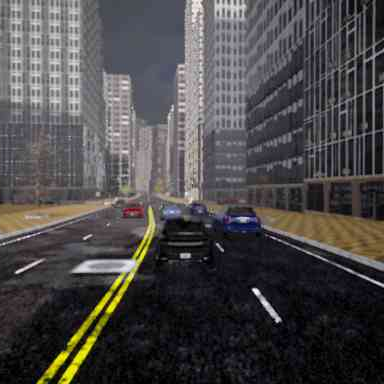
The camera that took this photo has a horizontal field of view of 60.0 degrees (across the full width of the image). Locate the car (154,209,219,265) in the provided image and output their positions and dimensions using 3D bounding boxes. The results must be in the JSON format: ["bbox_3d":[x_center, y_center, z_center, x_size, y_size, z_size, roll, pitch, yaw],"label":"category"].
[{"bbox_3d":[-0.311,1.613,12.133,1.837,1.490,4.892,0,0,-3],"label":"car"}]

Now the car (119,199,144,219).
[{"bbox_3d":[-5.671,1.761,32.321,1.882,1.535,5.008,0,0,-7],"label":"car"}]

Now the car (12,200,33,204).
[{"bbox_3d":[-36.009,2.044,70.742,4.206,1.307,1.802,0,0,-6],"label":"car"}]

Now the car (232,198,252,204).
[{"bbox_3d":[12.784,2.298,84.862,4.829,1.417,1.752,0,0,-7],"label":"car"}]

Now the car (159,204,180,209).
[{"bbox_3d":[-2.027,1.810,30.904,2.033,1.411,5.357,0,0,-7],"label":"car"}]

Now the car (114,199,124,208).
[{"bbox_3d":[-12.163,1.990,57.032,1.837,1.490,4.892,0,0,-7],"label":"car"}]

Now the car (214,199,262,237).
[{"bbox_3d":[2.468,1.512,19.171,2.097,1.767,4.553,0,0,-4],"label":"car"}]

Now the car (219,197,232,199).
[{"bbox_3d":[8.307,2.114,75.915,5.009,1.841,2.192,0,0,-7],"label":"car"}]

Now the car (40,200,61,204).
[{"bbox_3d":[-30.356,2.071,71.353,4.313,1.339,1.947,0,0,-6],"label":"car"}]

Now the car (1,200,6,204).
[{"bbox_3d":[-41.663,1.983,70.172,4.313,1.339,1.947,0,0,-6],"label":"car"}]

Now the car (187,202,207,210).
[{"bbox_3d":[0.545,1.826,36.330,1.812,1.442,4.674,0,0,-7],"label":"car"}]
